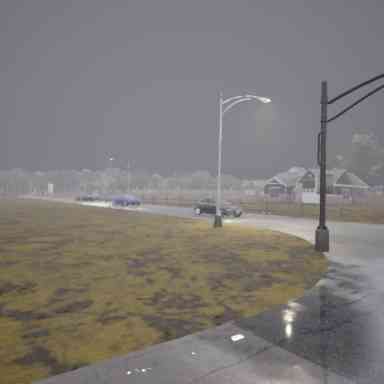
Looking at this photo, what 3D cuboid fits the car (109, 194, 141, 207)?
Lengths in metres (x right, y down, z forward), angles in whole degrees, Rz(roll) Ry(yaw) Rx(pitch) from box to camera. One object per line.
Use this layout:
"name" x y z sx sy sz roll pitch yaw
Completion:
"car" -7.960 1.009 40.572 1.882 1.535 5.008 2 -1 -35

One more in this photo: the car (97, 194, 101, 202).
"car" -18.191 1.006 61.146 2.033 1.411 5.357 2 -1 -35

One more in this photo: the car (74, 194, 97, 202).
"car" -17.616 1.004 54.299 1.895 1.301 4.718 2 -1 -35

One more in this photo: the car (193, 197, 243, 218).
"car" 2.003 1.223 26.560 1.837 1.490 4.892 2 0 -35

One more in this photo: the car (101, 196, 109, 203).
"car" -12.392 1.087 52.996 1.994 1.385 4.181 2 -1 -35
